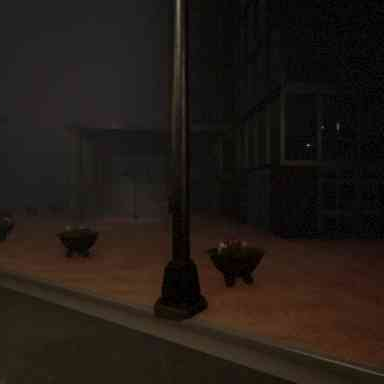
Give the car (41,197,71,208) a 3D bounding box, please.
[{"bbox_3d":[-19.068,1.507,46.939,2.128,1.511,4.902,0,0,17],"label":"car"}]
